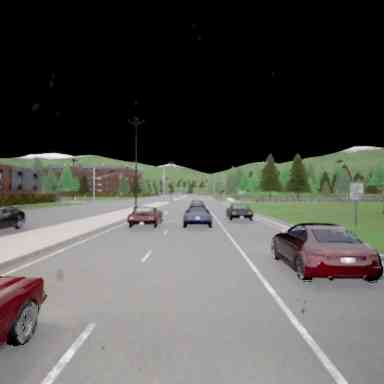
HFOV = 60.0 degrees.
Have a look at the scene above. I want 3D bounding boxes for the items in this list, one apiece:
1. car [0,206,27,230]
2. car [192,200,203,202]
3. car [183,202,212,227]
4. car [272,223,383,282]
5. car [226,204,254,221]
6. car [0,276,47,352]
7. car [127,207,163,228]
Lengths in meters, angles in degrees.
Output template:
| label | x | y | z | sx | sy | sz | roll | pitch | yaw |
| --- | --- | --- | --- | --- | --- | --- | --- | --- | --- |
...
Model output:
| label | x | y | z | sx | sy | sz | roll | pitch | yaw |
| --- | --- | --- | --- | --- | --- | --- | --- | --- | --- |
| car | -11.271 | 1.557 | 18.778 | 2.128 | 1.511 | 4.902 | 0 | 0 | 1 |
| car | 0.623 | 1.681 | 40.710 | 2.033 | 1.411 | 5.357 | 0 | 0 | 1 |
| car | 0.394 | 1.641 | 23.390 | 1.994 | 1.385 | 4.181 | 0 | 0 | 1 |
| car | 3.733 | 1.601 | 9.919 | 1.994 | 1.385 | 4.181 | 0 | 0 | 1 |
| car | 3.956 | 1.698 | 28.335 | 1.895 | 1.301 | 4.718 | 0 | 0 | 1 |
| car | -3.339 | 1.609 | 3.408 | 1.895 | 1.301 | 4.718 | 0 | 0 | 0 |
| car | -3.114 | 1.672 | 23.020 | 1.895 | 1.301 | 4.718 | 0 | 0 | 1 |
